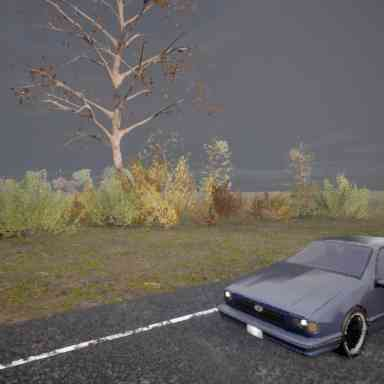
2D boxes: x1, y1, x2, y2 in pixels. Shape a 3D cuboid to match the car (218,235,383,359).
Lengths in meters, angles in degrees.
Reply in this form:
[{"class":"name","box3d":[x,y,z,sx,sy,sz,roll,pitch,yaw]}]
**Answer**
[{"class":"car","box3d":[3.040,1.549,6.170,5.357,1.411,2.033,0,0,-35]}]
